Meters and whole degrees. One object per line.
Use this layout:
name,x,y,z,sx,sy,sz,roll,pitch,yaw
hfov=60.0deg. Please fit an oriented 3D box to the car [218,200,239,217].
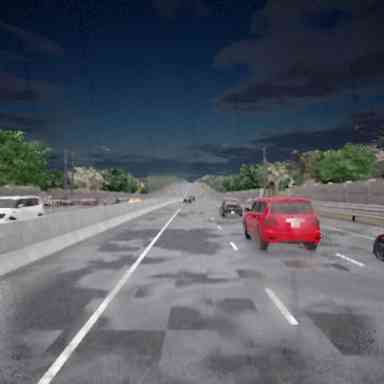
car,3.608,1.569,31.742,1.837,1.490,4.892,0,0,0

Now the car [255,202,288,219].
car,7.107,1.658,30.394,1.895,1.301,4.718,0,0,0

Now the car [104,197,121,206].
car,-14.026,1.633,58.817,2.097,1.767,4.553,0,-1,1

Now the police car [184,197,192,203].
police car,-1.030,2.069,89.558,1.930,1.638,5.238,0,-1,0

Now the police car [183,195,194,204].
police car,-1.033,1.856,73.545,1.930,1.638,5.238,0,-1,0

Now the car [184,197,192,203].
car,-1.031,2.034,83.443,1.882,1.535,5.008,0,-1,0

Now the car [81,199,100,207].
car,-17.523,1.869,57.366,1.895,1.301,4.718,0,0,1

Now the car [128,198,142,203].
car,-10.515,1.783,61.720,1.882,1.535,5.008,0,-1,1

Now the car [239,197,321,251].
car,3.604,1.234,14.256,2.150,2.045,5.566,0,0,0

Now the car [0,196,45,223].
car,-10.594,1.243,19.321,2.150,2.045,5.566,0,0,0

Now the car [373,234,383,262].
car,7.102,1.572,9.551,1.994,1.385,4.181,0,0,0
